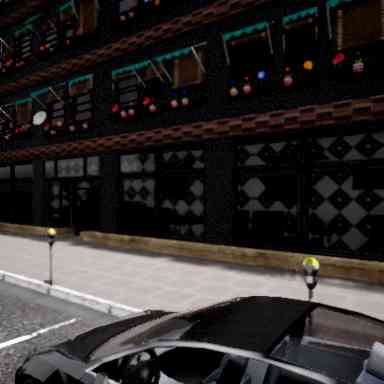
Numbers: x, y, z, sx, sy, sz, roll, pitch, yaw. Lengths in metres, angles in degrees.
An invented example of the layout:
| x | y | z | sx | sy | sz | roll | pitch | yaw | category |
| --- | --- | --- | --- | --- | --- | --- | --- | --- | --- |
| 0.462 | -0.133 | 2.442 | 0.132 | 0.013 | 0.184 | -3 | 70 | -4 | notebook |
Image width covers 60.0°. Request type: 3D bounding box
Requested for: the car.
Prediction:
| x | y | z | sx | sy | sz | roll | pitch | yaw | category |
| --- | --- | --- | --- | --- | --- | --- | --- | --- | --- |
| 0.382 | 1.566 | 2.605 | 4.313 | 1.339 | 1.947 | 0 | 0 | 35 | car |
